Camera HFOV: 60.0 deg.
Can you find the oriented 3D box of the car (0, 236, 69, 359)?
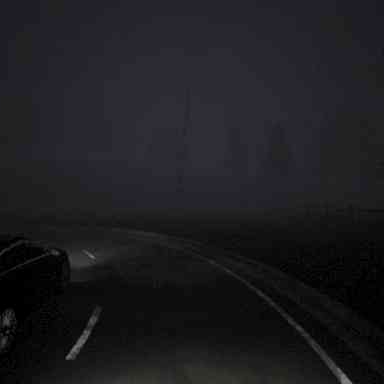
[{"bbox_3d":[-3.602,1.529,5.887,2.128,1.511,4.902,0,0,-6],"label":"car"}]
